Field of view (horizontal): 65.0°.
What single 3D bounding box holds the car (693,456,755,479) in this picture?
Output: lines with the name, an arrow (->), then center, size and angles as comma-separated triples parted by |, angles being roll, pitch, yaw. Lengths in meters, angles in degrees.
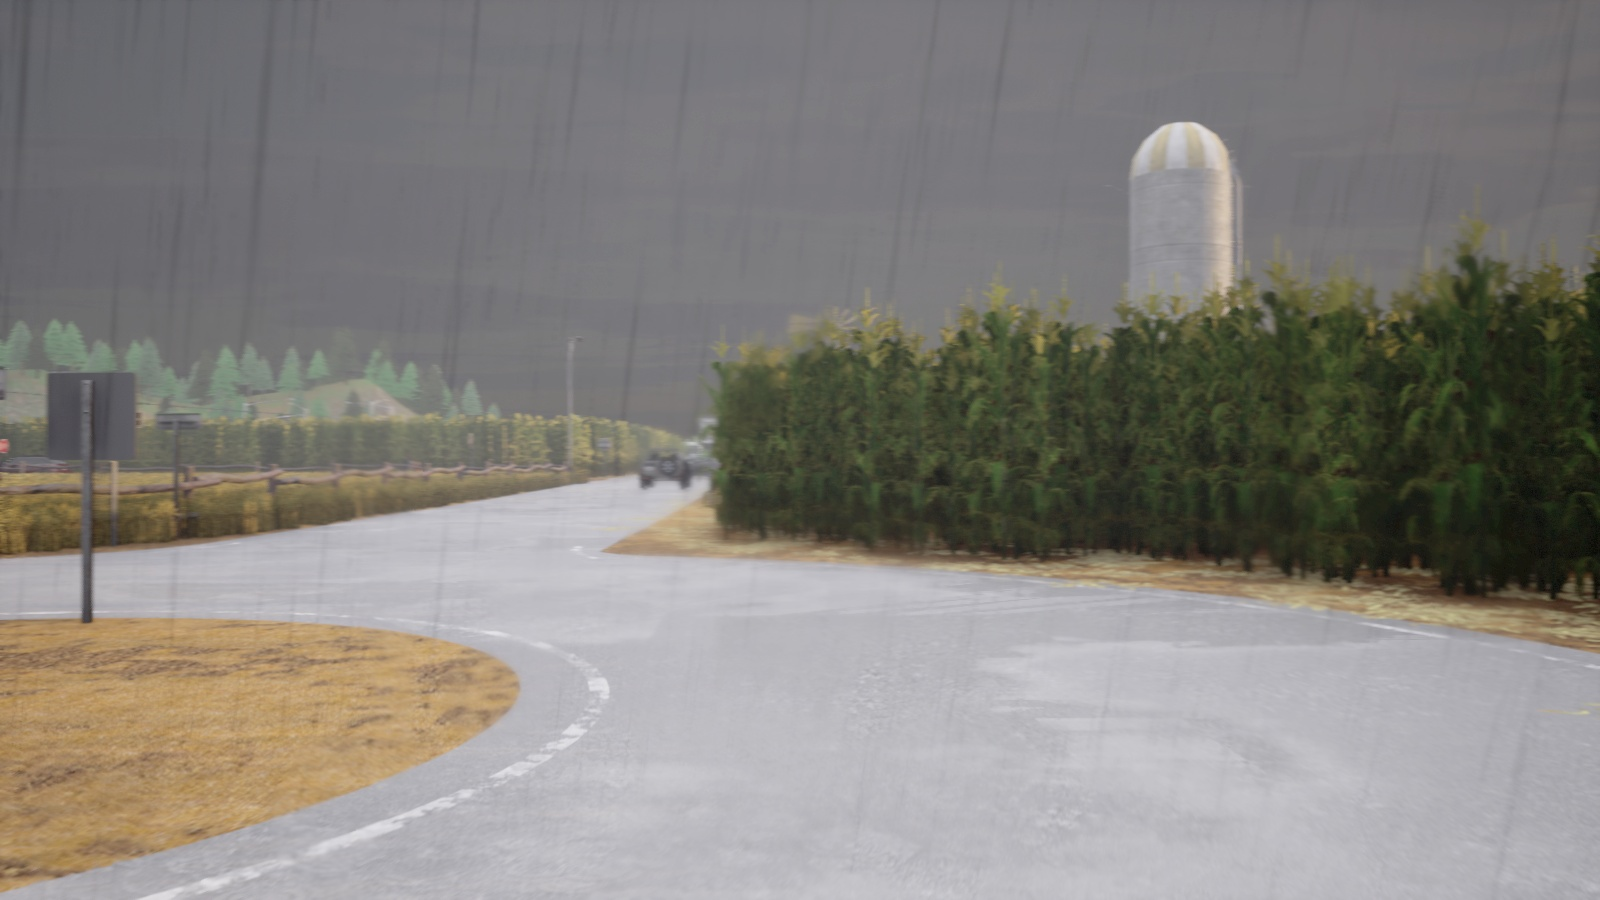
car -> -4.627, 1.035, 75.797 | 1.994, 1.385, 4.181 | 0, 0, -31

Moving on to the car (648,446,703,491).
car -> -5.316, 0.766, 54.195 | 1.932, 1.855, 4.605 | 0, 0, 0

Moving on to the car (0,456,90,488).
car -> -43.105, 1.263, 71.189 | 4.553, 1.767, 2.097 | 0, 0, -1
